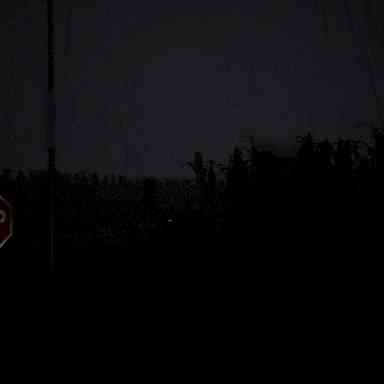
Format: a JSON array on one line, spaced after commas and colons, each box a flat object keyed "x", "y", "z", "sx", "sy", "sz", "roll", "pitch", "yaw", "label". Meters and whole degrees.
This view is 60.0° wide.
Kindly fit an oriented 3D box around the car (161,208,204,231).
[{"x": -0.193, "y": 1.767, "z": 22.499, "sx": 1.994, "sy": 1.385, "sz": 4.181, "roll": -1, "pitch": -1, "yaw": 36, "label": "car"}]
